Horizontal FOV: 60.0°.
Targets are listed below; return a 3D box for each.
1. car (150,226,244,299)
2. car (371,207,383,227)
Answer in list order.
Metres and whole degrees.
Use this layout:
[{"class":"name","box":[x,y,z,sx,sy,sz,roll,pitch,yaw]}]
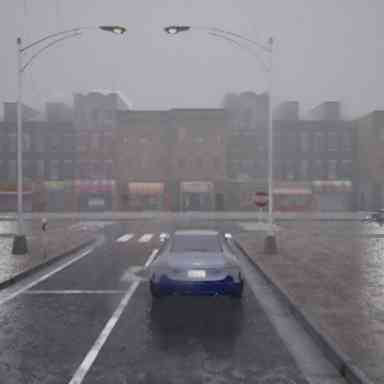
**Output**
[{"class":"car","box":[0.099,1.560,8.484,1.994,1.385,4.181,0,0,0]},{"class":"car","box":[13.874,1.509,20.794,4.902,1.511,2.128,0,1,1]}]
